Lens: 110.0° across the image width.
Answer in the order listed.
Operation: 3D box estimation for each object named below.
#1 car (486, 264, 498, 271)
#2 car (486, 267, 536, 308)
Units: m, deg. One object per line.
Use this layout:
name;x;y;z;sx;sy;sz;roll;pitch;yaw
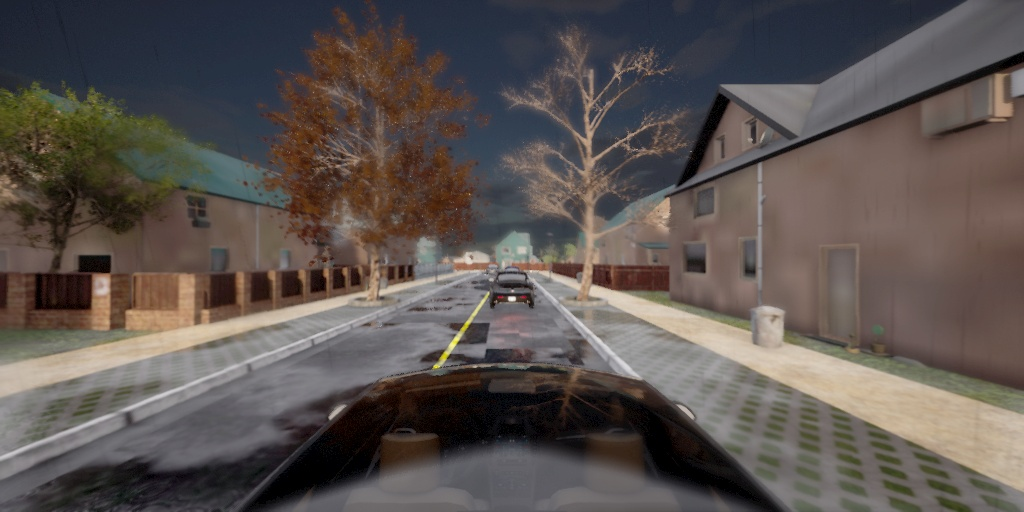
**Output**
car;-2.747;1.951;52.204;1.812;1.442;4.674;0;-1;0
car;0.006;1.409;16.158;1.837;1.490;4.892;0;0;0
